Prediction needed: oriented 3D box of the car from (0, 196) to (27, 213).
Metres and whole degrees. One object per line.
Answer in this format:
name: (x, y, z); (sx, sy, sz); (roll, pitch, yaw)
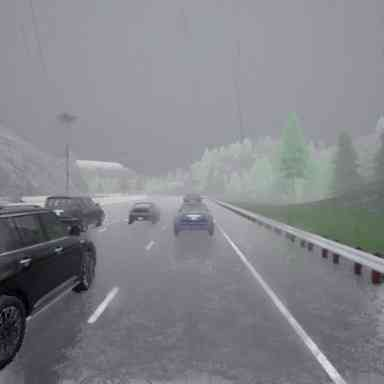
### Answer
car: (-21.095, 1.353, 38.158); (2.097, 1.767, 4.553); (0, 0, 0)

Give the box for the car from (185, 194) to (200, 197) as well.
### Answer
car: (0.092, 1.223, 39.065); (2.150, 2.045, 5.566); (0, 0, 0)

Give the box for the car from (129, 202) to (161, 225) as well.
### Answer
car: (-3.404, 1.506, 24.420); (1.837, 1.490, 4.892); (0, 0, 0)

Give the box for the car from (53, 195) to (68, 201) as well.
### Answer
car: (-31.517, 1.521, 79.673); (1.994, 1.385, 4.181); (0, 0, 0)

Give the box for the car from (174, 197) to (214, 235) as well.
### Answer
car: (0.096, 1.353, 18.999); (2.097, 1.767, 4.553); (0, 0, 0)

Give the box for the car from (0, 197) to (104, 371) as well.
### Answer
car: (-3.400, 1.222, 5.778); (2.150, 2.045, 5.566); (0, 0, 0)

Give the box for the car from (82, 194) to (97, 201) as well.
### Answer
car: (-24.517, 1.324, 79.704); (2.097, 1.767, 4.553); (0, 0, 0)

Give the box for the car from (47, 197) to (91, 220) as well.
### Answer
car: (-10.406, 1.353, 28.517); (2.097, 1.767, 4.553); (0, 0, 0)
